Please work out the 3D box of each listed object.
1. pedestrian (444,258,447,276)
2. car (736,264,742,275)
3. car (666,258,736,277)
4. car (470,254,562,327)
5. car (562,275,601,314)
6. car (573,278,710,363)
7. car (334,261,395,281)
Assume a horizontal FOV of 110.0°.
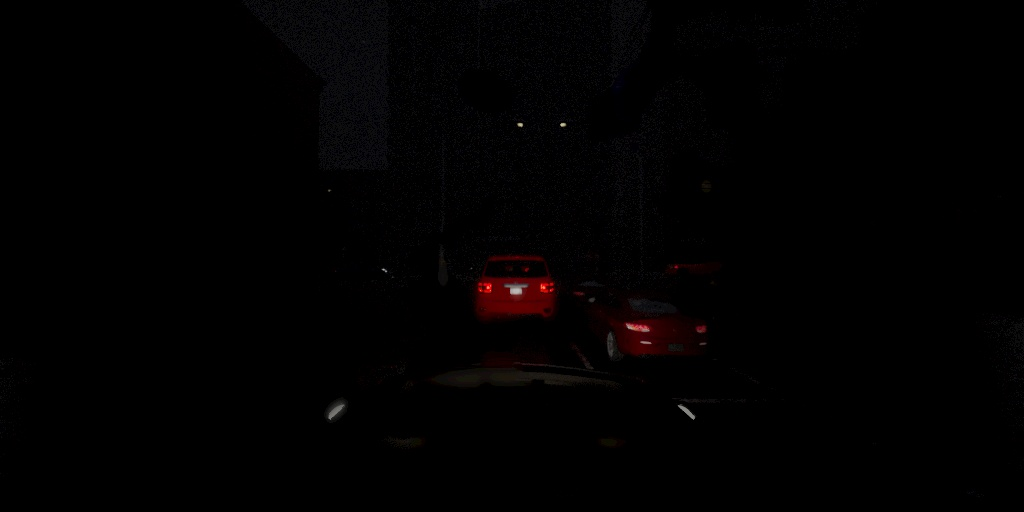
[{"bbox_3d":[-6.732,1.039,35.431,0.375,1.860,0.375,0,0,0],"label":"pedestrian"},{"bbox_3d":[17.946,1.089,32.348,5.008,1.535,1.882,0,-1,0],"label":"car"},{"bbox_3d":[15.193,0.931,29.417,4.553,1.767,2.097,0,-1,0],"label":"car"},{"bbox_3d":[0.125,0.971,11.567,2.150,2.045,5.566,0,0,1],"label":"car"},{"bbox_3d":[2.669,1.333,13.322,1.802,1.307,4.207,0,0,0],"label":"car"},{"bbox_3d":[2.653,1.332,7.884,1.802,1.307,4.207,0,0,0],"label":"car"},{"bbox_3d":[-12.092,1.198,29.604,4.553,1.767,2.097,-1,-1,0],"label":"car"}]
